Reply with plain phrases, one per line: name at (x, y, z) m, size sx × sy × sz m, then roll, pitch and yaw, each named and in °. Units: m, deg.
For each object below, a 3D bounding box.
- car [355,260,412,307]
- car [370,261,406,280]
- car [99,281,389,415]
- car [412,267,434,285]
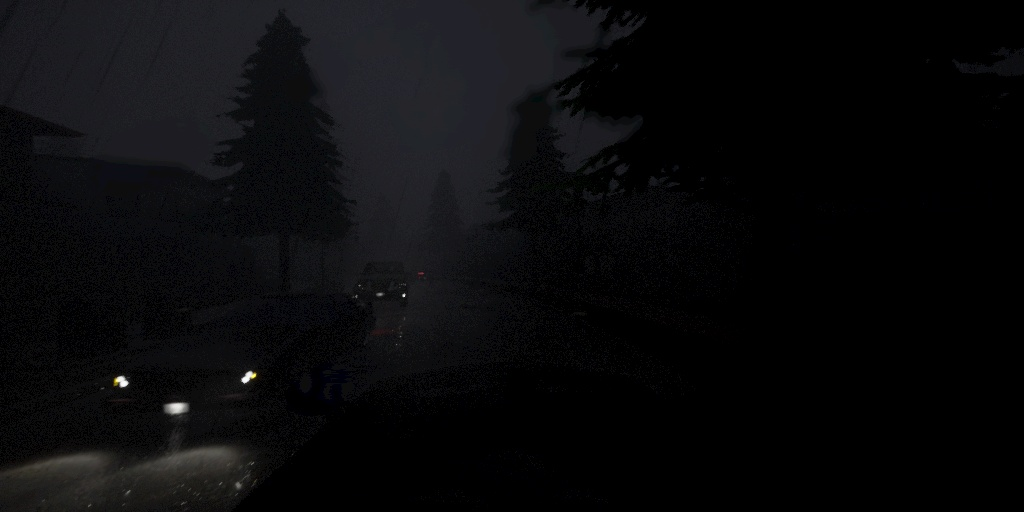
car at (-6.014, 1.217, 17.031) m, size 2.150 × 2.045 × 5.566 m, roll 0°, pitch -1°, yaw -15°
car at (-14.282, 1.597, 41.026) m, size 2.150 × 2.045 × 5.566 m, roll 0°, pitch -1°, yaw -38°
car at (-4.092, 1.393, 6.761) m, size 2.033 × 1.411 × 5.357 m, roll 0°, pitch -1°, yaw -5°
car at (-8.455, 1.707, 32.280) m, size 2.128 × 1.511 × 4.902 m, roll 0°, pitch -1°, yaw -29°
